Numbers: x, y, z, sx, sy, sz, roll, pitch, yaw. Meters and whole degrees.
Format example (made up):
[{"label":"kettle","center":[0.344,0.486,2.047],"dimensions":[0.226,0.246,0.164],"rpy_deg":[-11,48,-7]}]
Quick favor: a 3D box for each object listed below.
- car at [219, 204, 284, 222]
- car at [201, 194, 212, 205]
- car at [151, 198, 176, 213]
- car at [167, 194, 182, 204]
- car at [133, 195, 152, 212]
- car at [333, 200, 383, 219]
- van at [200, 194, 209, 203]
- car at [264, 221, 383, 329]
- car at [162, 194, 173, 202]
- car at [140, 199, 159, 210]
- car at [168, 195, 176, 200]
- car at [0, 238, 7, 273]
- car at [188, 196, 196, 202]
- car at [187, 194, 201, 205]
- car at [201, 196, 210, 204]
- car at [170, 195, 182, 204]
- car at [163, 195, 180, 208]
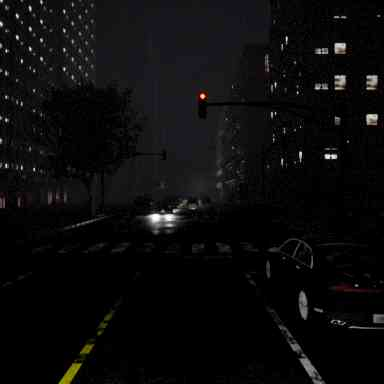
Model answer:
[{"label":"car","center":[4.445,1.585,25.219],"dimensions":[4.718,1.301,1.895],"rpy_deg":[-1,0,22]},{"label":"car","center":[2.699,1.609,61.350],"dimensions":[1.947,1.339,4.313],"rpy_deg":[0,0,0]},{"label":"car","center":[-3.083,1.619,37.110],"dimensions":[1.895,1.301,4.718],"rpy_deg":[0,0,-1]},{"label":"car","center":[-3.076,1.562,55.403],"dimensions":[1.812,1.442,4.674],"rpy_deg":[0,0,0]},{"label":"car","center":[-5.686,1.335,39.261],"dimensions":[2.192,1.841,5.009],"rpy_deg":[0,0,0]},{"label":"car","center":[13.430,1.349,26.275],"dimensions":[4.403,1.369,2.008],"rpy_deg":[-1,1,-1]},{"label":"van","center":[2.700,1.401,72.397],"dimensions":[1.690,1.788,3.998],"rpy_deg":[0,0,0]},{"label":"car","center":[2.690,1.551,6.871],"dimensions":[2.008,1.369,4.403],"rpy_deg":[0,0,0]},{"label":"car","center":[-5.680,1.384,77.920],"dimensions":[2.192,1.841,5.009],"rpy_deg":[0,0,0]},{"label":"car","center":[-5.685,1.592,44.784],"dimensions":[1.947,1.339,4.313],"rpy_deg":[0,0,0]},{"label":"car","center":[-5.677,1.653,94.489],"dimensions":[2.008,1.369,4.403],"rpy_deg":[0,0,0]},{"label":"car","center":[-5.690,1.545,6.872],"dimensions":[1.887,1.381,4.507],"rpy_deg":[0,0,0]},{"label":"car","center":[0.012,1.666,78.820],"dimensions":[1.895,1.301,4.718],"rpy_deg":[0,0,0]},{"label":"car","center":[0.110,1.604,59.504],"dimensions":[1.994,1.385,4.181],"rpy_deg":[0,0,0]},{"label":"car","center":[2.700,1.577,67.043],"dimensions":[1.752,1.417,4.829],"rpy_deg":[0,0,0]},{"label":"car","center":[-3.032,1.401,65.121],"dimensions":[2.097,1.767,4.553],"rpy_deg":[0,0,0]},{"label":"car","center":[-3.091,1.553,46.223],"dimensions":[1.812,1.442,4.674],"rpy_deg":[0,0,0]}]
